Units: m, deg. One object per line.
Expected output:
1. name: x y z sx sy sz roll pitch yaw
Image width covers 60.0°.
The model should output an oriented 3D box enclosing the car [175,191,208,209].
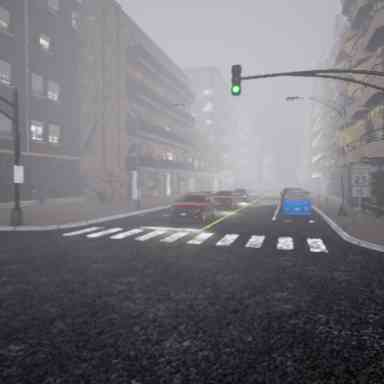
1. car: 0.062 0.664 29.495 1.802 1.307 4.206 0 2 16

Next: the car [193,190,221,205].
1. car: 1.602 0.507 34.795 1.947 1.339 4.313 0 2 16

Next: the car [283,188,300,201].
1. car: 12.852 0.261 42.968 1.967 1.590 4.097 0 2 16

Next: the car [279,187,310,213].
1. car: 8.273 0.554 27.054 2.192 1.841 5.009 0 2 16

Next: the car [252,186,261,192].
1. car: 17.108 -0.820 87.788 1.947 1.339 4.313 0 1 16

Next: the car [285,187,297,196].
1. car: 17.518 -0.143 58.856 1.967 1.590 4.097 0 1 16

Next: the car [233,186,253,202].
1. car: 5.742 0.382 39.140 1.812 1.442 4.674 1 2 16

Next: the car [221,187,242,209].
1. car: 2.862 0.594 29.284 1.882 1.535 5.008 1 2 16

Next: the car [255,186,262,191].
1. car: 18.616 -0.981 92.921 1.752 1.417 4.829 0 1 16

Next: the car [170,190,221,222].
1. car: 0.206 0.845 20.060 1.882 1.535 5.008 1 2 15

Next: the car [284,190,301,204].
1. car: 11.359 0.479 37.832 1.752 1.417 4.829 0 2 16

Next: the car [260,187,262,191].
1. car: 15.553 -0.709 82.489 2.008 1.369 4.403 0 1 16

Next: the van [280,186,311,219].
1. van: 6.825 0.723 21.753 1.690 1.788 3.998 0 2 16

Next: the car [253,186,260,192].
1. car: 14.024 -0.587 77.184 1.887 1.381 4.507 0 1 16

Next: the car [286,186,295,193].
1. car: 23.693 -0.664 80.056 1.967 1.590 4.097 0 1 16
